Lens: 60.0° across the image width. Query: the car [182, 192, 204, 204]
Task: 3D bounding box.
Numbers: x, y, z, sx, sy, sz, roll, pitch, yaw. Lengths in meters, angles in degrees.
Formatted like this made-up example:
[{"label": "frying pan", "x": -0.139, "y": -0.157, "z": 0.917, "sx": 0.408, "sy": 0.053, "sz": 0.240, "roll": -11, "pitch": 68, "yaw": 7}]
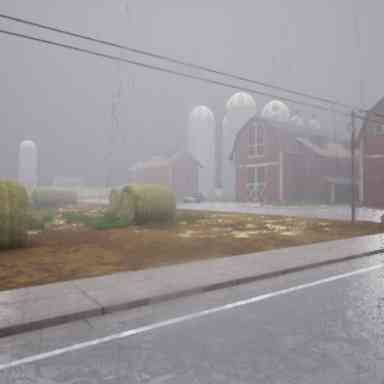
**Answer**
[{"label": "car", "x": 0.235, "y": 1.094, "z": 60.650, "sx": 3.866, "sy": 1.878, "sz": 1.905, "roll": -2, "pitch": 5, "yaw": 11}]
